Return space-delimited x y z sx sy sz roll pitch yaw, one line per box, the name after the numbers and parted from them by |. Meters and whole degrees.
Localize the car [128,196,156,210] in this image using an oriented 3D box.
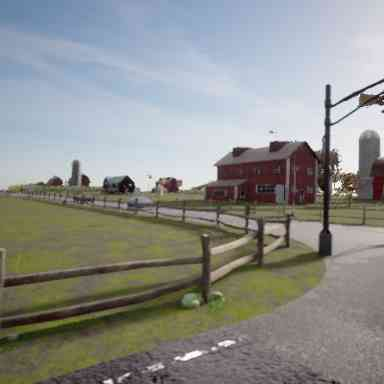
-5.658 1.240 37.314 1.812 1.442 4.674 2 0 -35 | car

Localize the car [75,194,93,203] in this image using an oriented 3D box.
-17.569 1.054 54.289 1.895 1.301 4.718 2 0 -35 | car
